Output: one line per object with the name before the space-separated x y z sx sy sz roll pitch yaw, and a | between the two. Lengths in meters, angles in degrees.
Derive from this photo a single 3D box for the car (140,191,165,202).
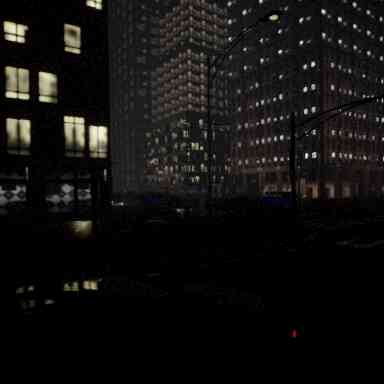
car | -6.734 0.706 56.585 2.192 1.841 5.009 -1 1 -34

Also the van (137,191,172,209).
van | -4.366 0.987 38.126 1.690 1.788 3.998 -1 1 -34

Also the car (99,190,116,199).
car | -19.146 0.592 74.940 2.192 1.841 5.009 -1 1 -34

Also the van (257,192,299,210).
van | 8.872 0.869 33.710 1.690 1.788 3.998 -1 1 -34

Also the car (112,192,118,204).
car | -13.673 1.128 51.895 1.947 1.339 4.313 -1 1 -34

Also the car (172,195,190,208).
car | -2.059 1.086 39.346 2.128 1.511 4.902 -1 1 -34

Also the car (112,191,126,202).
car | -13.503 0.853 56.431 2.097 1.767 4.553 -1 1 -34

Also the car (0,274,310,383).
car | -1.313 1.543 2.721 5.357 1.411 2.033 -1 0 -35

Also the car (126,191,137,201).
car | -9.835 0.907 61.176 1.887 1.381 4.507 -1 1 -34

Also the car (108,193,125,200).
car | -16.041 0.871 70.354 1.947 1.339 4.313 -1 1 -34

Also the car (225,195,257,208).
car | 5.697 1.047 38.249 1.887 1.381 4.507 -1 1 -34
